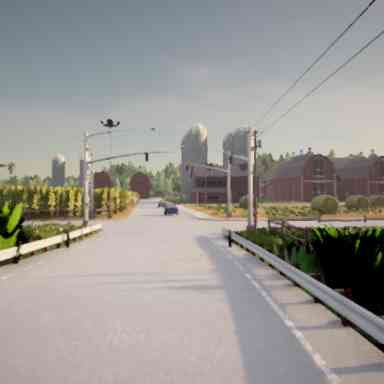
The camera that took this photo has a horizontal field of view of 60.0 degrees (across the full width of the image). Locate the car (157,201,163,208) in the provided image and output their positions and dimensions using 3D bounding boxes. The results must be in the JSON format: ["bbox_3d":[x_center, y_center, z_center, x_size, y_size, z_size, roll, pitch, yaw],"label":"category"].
[{"bbox_3d":[-6.500,2.640,72.190,2.128,1.511,4.902,0,0,-8],"label":"car"}]

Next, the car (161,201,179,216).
[{"bbox_3d":[-2.999,2.494,47.077,1.882,1.535,5.008,0,0,-7],"label":"car"}]
